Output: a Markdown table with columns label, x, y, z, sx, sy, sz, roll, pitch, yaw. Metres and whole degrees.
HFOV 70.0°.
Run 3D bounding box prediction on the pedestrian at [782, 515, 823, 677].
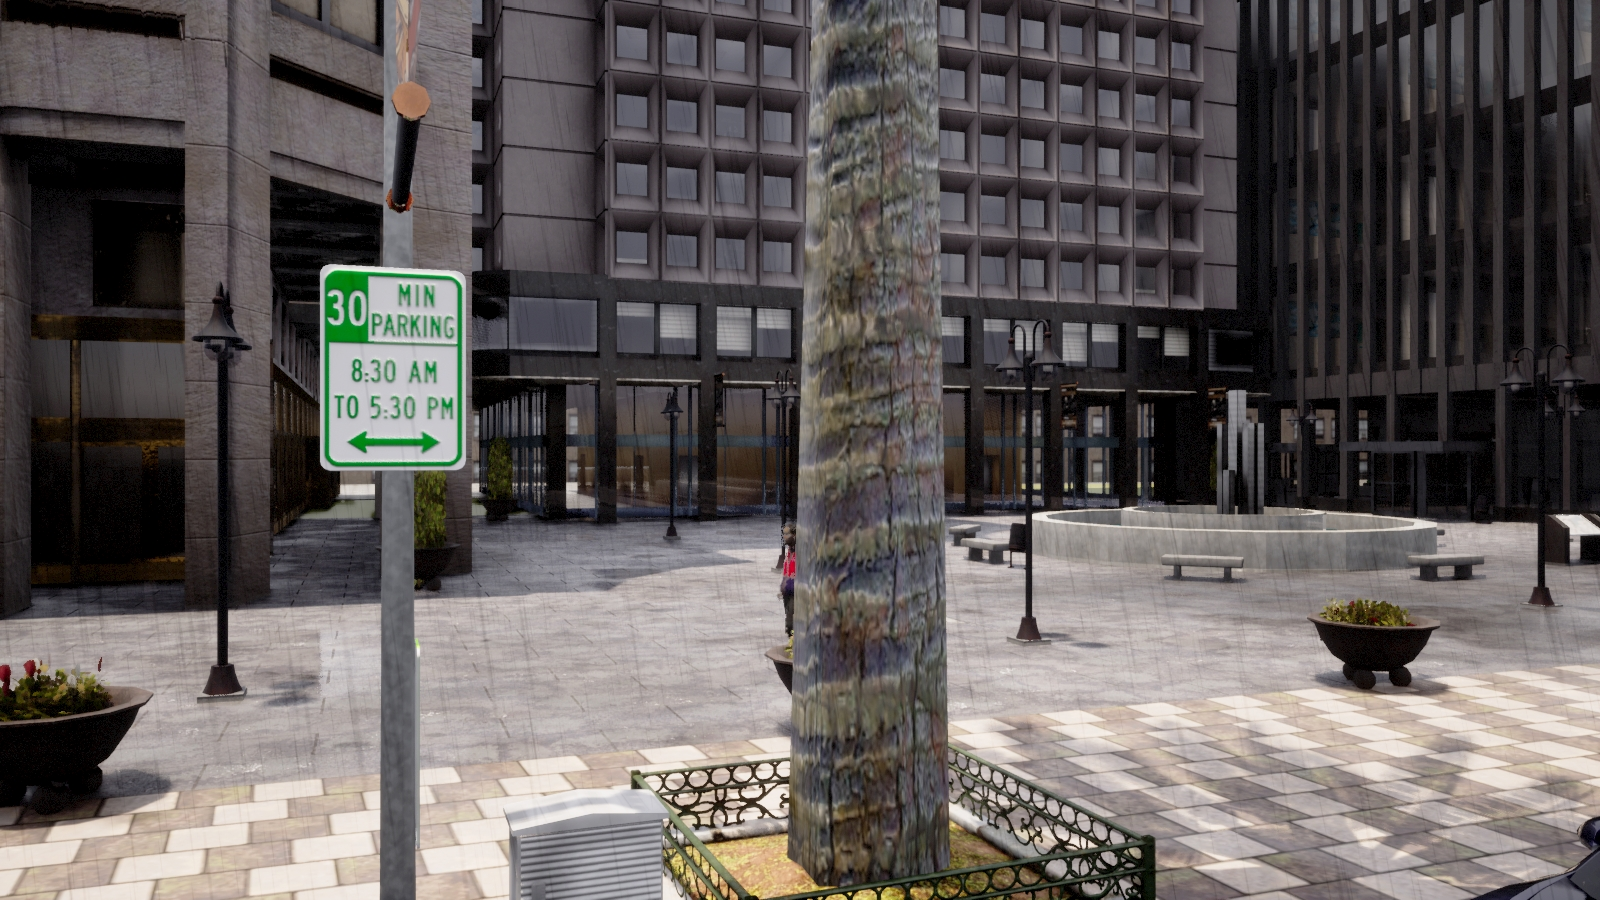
| label | x | y | z | sx | sy | sz | roll | pitch | yaw |
| --- | --- | --- | --- | --- | --- | --- | --- | --- | --- |
| pedestrian | 0.028 | 1.711 | 13.537 | 0.375 | 1.860 | 0.375 | 0 | 0 | -23 |
